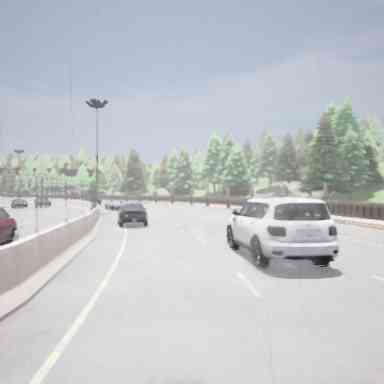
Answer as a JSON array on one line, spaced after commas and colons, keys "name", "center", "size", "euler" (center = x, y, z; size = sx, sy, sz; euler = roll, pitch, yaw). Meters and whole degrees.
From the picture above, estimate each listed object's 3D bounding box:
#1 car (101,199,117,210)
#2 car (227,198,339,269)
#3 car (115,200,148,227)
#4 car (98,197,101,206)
[{"name": "car", "center": [-9.935, 1.609, 42.920], "size": [1.895, 1.301, 4.718], "euler": [0, 0, -26]}, {"name": "car", "center": [2.752, 1.208, 11.385], "size": [2.150, 2.045, 5.566], "euler": [0, 0, -7]}, {"name": "car", "center": [-4.120, 1.506, 22.993], "size": [1.837, 1.490, 4.892], "euler": [0, 0, -14]}, {"name": "car", "center": [-16.268, 1.498, 54.573], "size": [1.882, 1.535, 5.008], "euler": [0, 0, -34]}]
